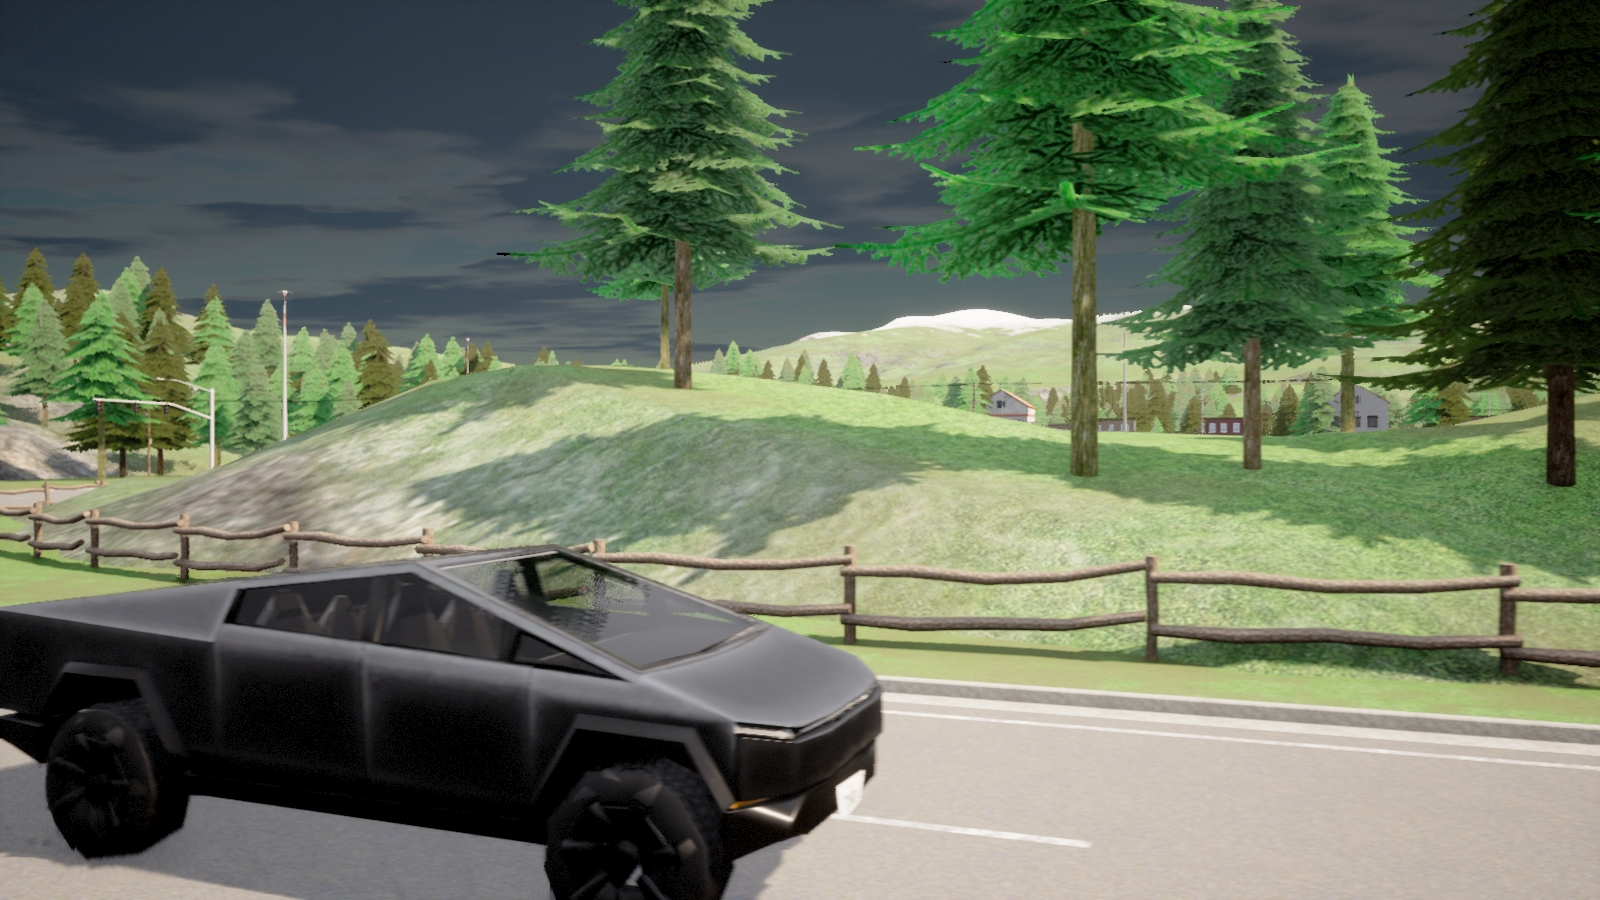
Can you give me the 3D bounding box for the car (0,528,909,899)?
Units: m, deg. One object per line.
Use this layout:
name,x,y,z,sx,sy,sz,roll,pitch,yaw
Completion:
car,-2.584,1.755,8.124,6.274,2.098,2.390,0,0,21
